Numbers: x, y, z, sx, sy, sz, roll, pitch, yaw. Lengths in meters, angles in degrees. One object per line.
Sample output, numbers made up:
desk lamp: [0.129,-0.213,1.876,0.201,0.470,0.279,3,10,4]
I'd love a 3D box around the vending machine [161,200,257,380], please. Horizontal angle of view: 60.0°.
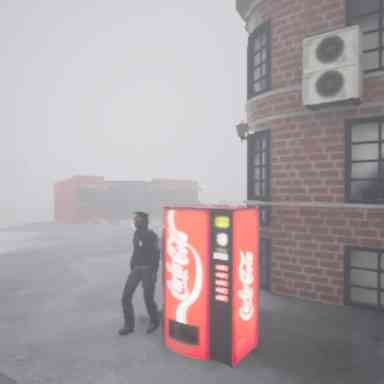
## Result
vending machine: [0.269,1.184,4.662,0.880,2.100,1.100,0,0,36]

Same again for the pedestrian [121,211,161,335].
pedestrian: [-0.730,1.173,4.876,0.375,1.860,0.375,0,0,36]
